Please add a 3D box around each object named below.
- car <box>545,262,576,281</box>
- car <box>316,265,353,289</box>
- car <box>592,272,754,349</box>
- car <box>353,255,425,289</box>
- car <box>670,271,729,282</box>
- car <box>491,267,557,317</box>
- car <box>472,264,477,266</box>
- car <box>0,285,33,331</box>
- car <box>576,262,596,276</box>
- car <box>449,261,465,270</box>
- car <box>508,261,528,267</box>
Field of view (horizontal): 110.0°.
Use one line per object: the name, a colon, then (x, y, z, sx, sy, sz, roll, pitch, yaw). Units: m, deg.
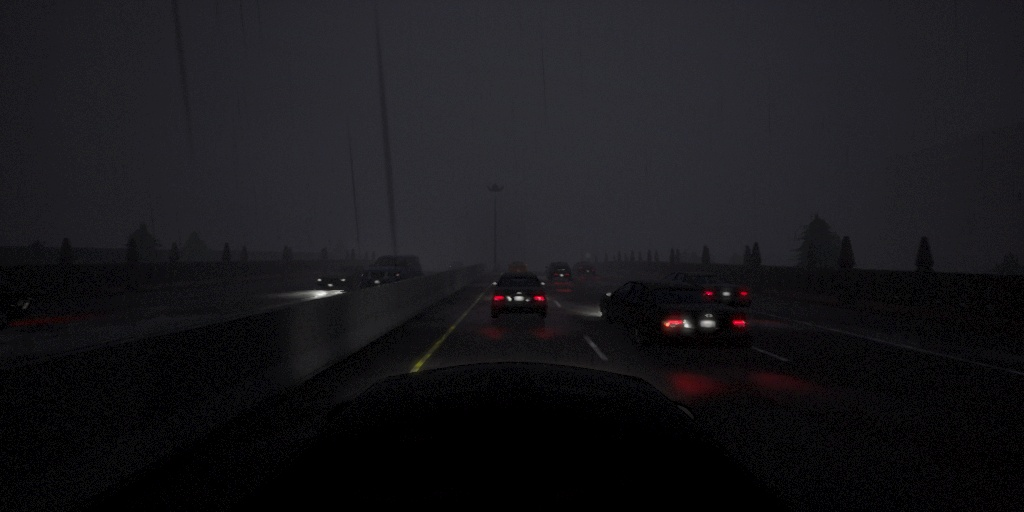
car: (4.006, 1.286, 31.014, 1.837, 1.490, 4.892, 0, 0, 1)
car: (-10.311, 1.276, 23.067, 2.033, 1.411, 5.357, 0, 0, 1)
car: (3.691, 1.314, 9.200, 2.033, 1.411, 5.357, 0, 0, 1)
car: (-6.839, 0.960, 20.998, 2.150, 2.045, 5.566, 0, 0, 1)
car: (7.268, 1.329, 14.599, 2.033, 1.411, 5.357, 0, 0, 1)
car: (0.246, 1.305, 13.114, 2.033, 1.411, 5.357, 0, 0, 1)
car: (-6.173, 2.134, 62.409, 1.812, 1.442, 4.674, 0, -5, 1)
car: (-14.035, 1.211, 7.668, 1.837, 1.490, 4.892, 0, 0, 1)
car: (7.596, 1.323, 38.043, 1.812, 1.442, 4.674, 0, 0, 1)
car: (-9.647, 1.967, 63.446, 2.150, 2.045, 5.566, 0, -5, 1)
car: (0.585, 1.250, 36.543, 1.882, 1.535, 5.008, 0, 0, 1)
